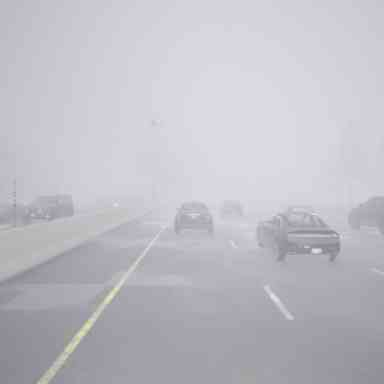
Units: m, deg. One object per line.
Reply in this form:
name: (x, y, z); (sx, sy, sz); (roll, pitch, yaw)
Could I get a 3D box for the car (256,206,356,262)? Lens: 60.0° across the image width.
car: (3.598, 1.487, 12.043); (2.128, 1.511, 4.902); (0, 0, 0)

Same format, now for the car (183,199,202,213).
car: (0.092, 1.532, 38.671); (2.033, 1.411, 5.357); (0, 0, 0)

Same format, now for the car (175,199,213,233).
car: (0.097, 1.344, 19.785); (2.097, 1.767, 4.553); (0, 0, 0)

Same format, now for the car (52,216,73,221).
car: (-10.604, 1.215, 24.918); (2.150, 2.045, 5.566); (0, 0, 0)

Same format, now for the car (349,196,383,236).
car: (10.597, 1.214, 17.934); (2.150, 2.045, 5.566); (0, 0, 0)

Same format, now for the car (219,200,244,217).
car: (3.594, 1.479, 30.787); (2.128, 1.511, 4.902); (0, 0, 0)
